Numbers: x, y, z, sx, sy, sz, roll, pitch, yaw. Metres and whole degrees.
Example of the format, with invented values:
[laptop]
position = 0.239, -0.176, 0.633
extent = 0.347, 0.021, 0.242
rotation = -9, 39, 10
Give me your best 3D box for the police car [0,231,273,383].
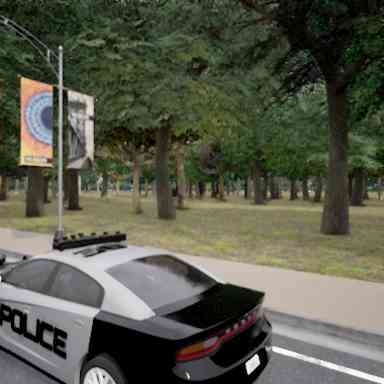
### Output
[police car]
position = -1.515, 1.401, 4.679
extent = 5.238, 1.638, 1.930
rotation = 0, 0, 36
